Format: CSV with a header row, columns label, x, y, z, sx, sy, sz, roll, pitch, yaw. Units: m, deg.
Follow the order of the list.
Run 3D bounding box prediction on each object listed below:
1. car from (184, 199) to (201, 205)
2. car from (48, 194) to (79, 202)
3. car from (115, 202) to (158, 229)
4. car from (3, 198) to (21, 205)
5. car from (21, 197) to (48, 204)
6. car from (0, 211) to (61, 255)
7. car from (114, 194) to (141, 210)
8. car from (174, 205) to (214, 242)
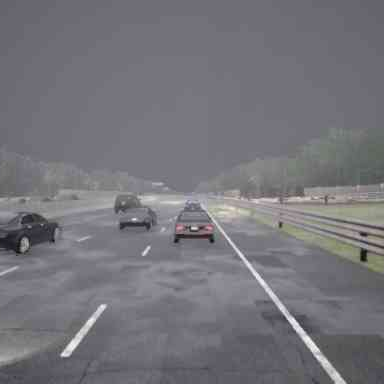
label,x,y,z,sx,sy,sz,roll,pitch,yaw
car,0.094,1.583,38.072,1.812,1.442,4.674,0,0,0
car,-17.590,1.303,46.654,2.150,2.045,5.566,0,0,0
car,-3.404,1.587,21.690,1.994,1.385,4.181,0,0,0
car,-24.584,1.608,46.722,1.812,1.442,4.674,0,0,0
car,-21.087,1.431,45.856,2.097,1.767,4.553,0,0,0
car,-6.902,1.516,13.302,1.837,1.490,4.892,0,0,0
car,-6.906,1.274,36.191,2.150,2.045,5.566,0,0,0
car,0.097,1.562,16.387,2.033,1.411,5.357,0,0,0
